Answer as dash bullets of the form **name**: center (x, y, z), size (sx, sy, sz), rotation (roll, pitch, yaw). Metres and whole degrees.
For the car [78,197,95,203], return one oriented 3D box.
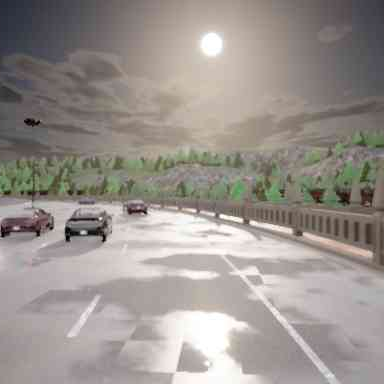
- **car**: center (-19.225, 1.675, 60.614), size (1.994, 1.385, 4.181), rotation (0, 0, -35)

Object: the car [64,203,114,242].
- **car**: center (-5.014, 1.518, 16.570), size (2.128, 1.511, 4.902), rotation (0, 0, -9)

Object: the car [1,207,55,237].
- **car**: center (-8.874, 1.569, 18.246), size (1.812, 1.442, 4.674), rotation (0, 0, -11)

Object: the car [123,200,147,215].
- **car**: center (-5.941, 1.540, 34.381), size (2.163, 1.488, 4.792), rotation (0, 0, -19)
